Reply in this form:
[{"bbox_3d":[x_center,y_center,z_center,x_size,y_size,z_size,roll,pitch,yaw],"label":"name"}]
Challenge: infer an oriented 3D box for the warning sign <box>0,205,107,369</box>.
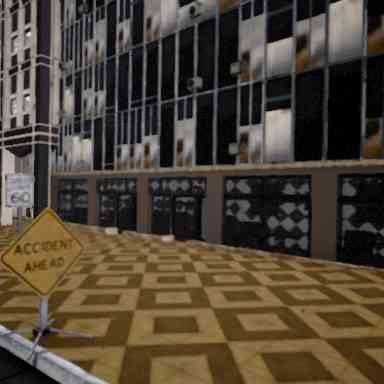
[{"bbox_3d":[-2.100,1.146,4.736,1.060,1.860,1.300,1,-1,38],"label":"warning sign"}]
